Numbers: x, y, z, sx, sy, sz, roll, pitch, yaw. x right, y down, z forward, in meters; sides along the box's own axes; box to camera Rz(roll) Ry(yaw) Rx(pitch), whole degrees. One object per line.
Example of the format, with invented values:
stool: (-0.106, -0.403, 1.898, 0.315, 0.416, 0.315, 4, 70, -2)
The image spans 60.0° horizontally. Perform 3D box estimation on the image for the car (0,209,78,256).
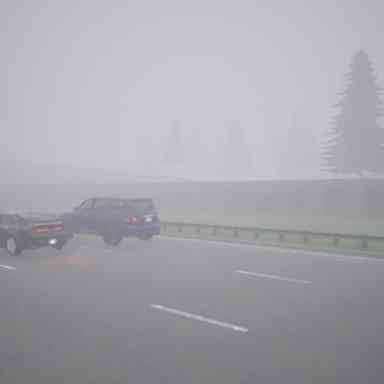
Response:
car: (-6.859, 1.500, 13.122, 4.892, 1.490, 1.837, 0, 0, 36)

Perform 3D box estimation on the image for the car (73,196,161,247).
car: (-3.952, 1.219, 15.333, 5.566, 2.045, 2.150, 0, 0, 36)
